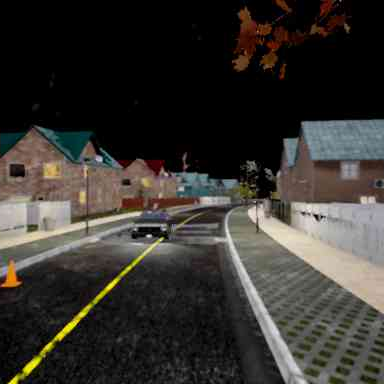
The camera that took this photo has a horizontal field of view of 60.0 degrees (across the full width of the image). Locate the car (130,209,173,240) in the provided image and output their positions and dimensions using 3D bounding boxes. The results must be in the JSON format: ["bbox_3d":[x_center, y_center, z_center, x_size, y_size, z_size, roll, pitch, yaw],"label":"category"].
[{"bbox_3d":[-1.984,1.637,17.752,2.033,1.411,5.357,0,0,-1],"label":"car"}]

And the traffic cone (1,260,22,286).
[{"bbox_3d":[-4.444,1.984,8.198,0.340,0.580,0.340,0,0,2],"label":"traffic cone"}]
